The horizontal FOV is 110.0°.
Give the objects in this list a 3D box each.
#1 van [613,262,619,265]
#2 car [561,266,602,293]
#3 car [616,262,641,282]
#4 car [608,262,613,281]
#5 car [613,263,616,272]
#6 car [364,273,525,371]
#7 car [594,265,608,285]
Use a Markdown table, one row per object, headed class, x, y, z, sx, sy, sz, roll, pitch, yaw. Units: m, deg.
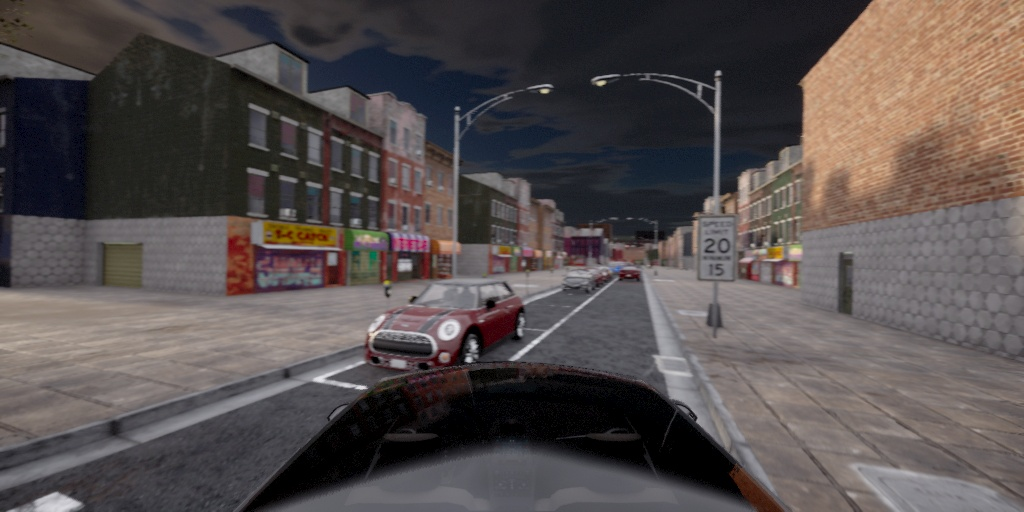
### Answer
| class | x | y | z | sx | sy | sz | roll | pitch | yaw |
| --- | --- | --- | --- | --- | --- | --- | --- | --- | --- |
| van | 15.218 | 1.789 | 53.646 | 1.690 | 1.789 | 3.998 | 0 | 0 | 20 |
| car | 4.312 | 1.542 | 22.925 | 2.007 | 1.370 | 4.403 | 0 | 0 | 20 |
| car | 11.943 | 1.725 | 36.341 | 1.882 | 1.535 | 5.008 | 1 | 0 | 20 |
| car | 7.947 | 1.581 | 33.165 | 1.967 | 1.591 | 4.097 | 0 | 0 | 20 |
| car | 9.708 | 1.742 | 38.126 | 1.751 | 1.417 | 4.829 | 0 | 0 | 20 |
| car | -1.141 | 1.209 | 7.564 | 1.967 | 1.591 | 4.097 | 0 | 0 | 20 |
| car | 6.129 | 1.611 | 28.045 | 1.888 | 1.381 | 4.507 | 0 | 0 | 20 |
